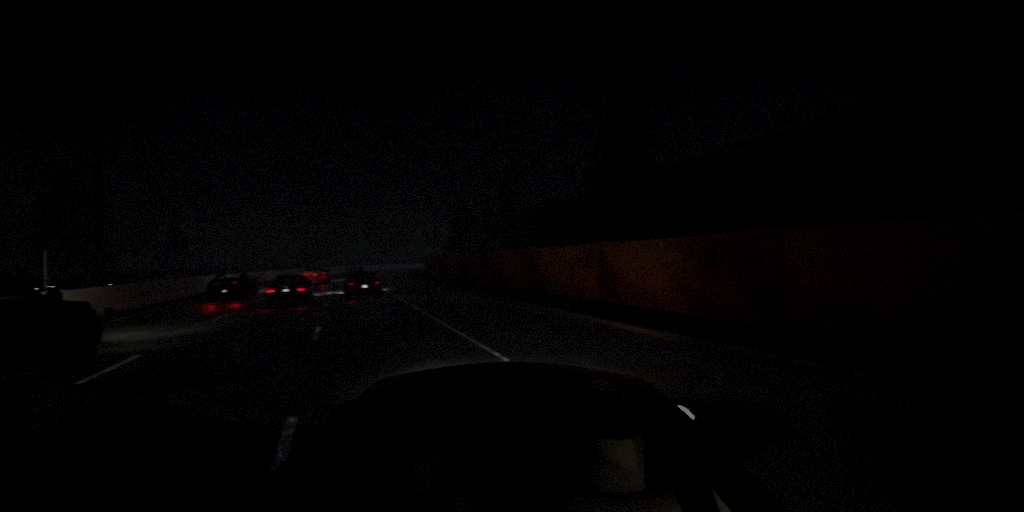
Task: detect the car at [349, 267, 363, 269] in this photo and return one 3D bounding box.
[{"bbox_3d":[-16.038,1.857,37.009,1.882,1.535,5.008,-1,0,-22],"label":"car"}]

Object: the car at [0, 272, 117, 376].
[{"bbox_3d":[-8.855,1.194,5.227,2.150,2.045,5.566,-1,-1,-26],"label":"car"}]

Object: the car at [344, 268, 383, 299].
[{"bbox_3d":[-8.922,1.665,21.414,1.994,1.385,4.181,-1,0,-26],"label":"car"}]

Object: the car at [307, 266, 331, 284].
[{"bbox_3d":[-19.084,1.785,35.224,2.097,1.767,4.553,-1,-1,-22],"label":"car"}]

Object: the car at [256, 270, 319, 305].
[{"bbox_3d":[-11.583,1.688,18.884,2.033,1.411,5.357,-1,0,-26],"label":"car"}]

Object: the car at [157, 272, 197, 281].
[{"bbox_3d":[-29.054,2.149,31.299,1.812,1.442,4.674,-1,-1,-22],"label":"car"}]

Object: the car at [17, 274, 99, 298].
[{"bbox_3d":[-35.290,2.243,28.093,1.837,1.490,4.892,-1,-1,-22],"label":"car"}]

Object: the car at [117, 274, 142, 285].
[{"bbox_3d":[-31.671,2.166,28.513,1.837,1.490,4.892,-1,-1,-23],"label":"car"}]

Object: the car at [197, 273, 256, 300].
[{"bbox_3d":[-17.015,1.777,22.065,2.128,1.511,4.902,-1,0,-26],"label":"car"}]
